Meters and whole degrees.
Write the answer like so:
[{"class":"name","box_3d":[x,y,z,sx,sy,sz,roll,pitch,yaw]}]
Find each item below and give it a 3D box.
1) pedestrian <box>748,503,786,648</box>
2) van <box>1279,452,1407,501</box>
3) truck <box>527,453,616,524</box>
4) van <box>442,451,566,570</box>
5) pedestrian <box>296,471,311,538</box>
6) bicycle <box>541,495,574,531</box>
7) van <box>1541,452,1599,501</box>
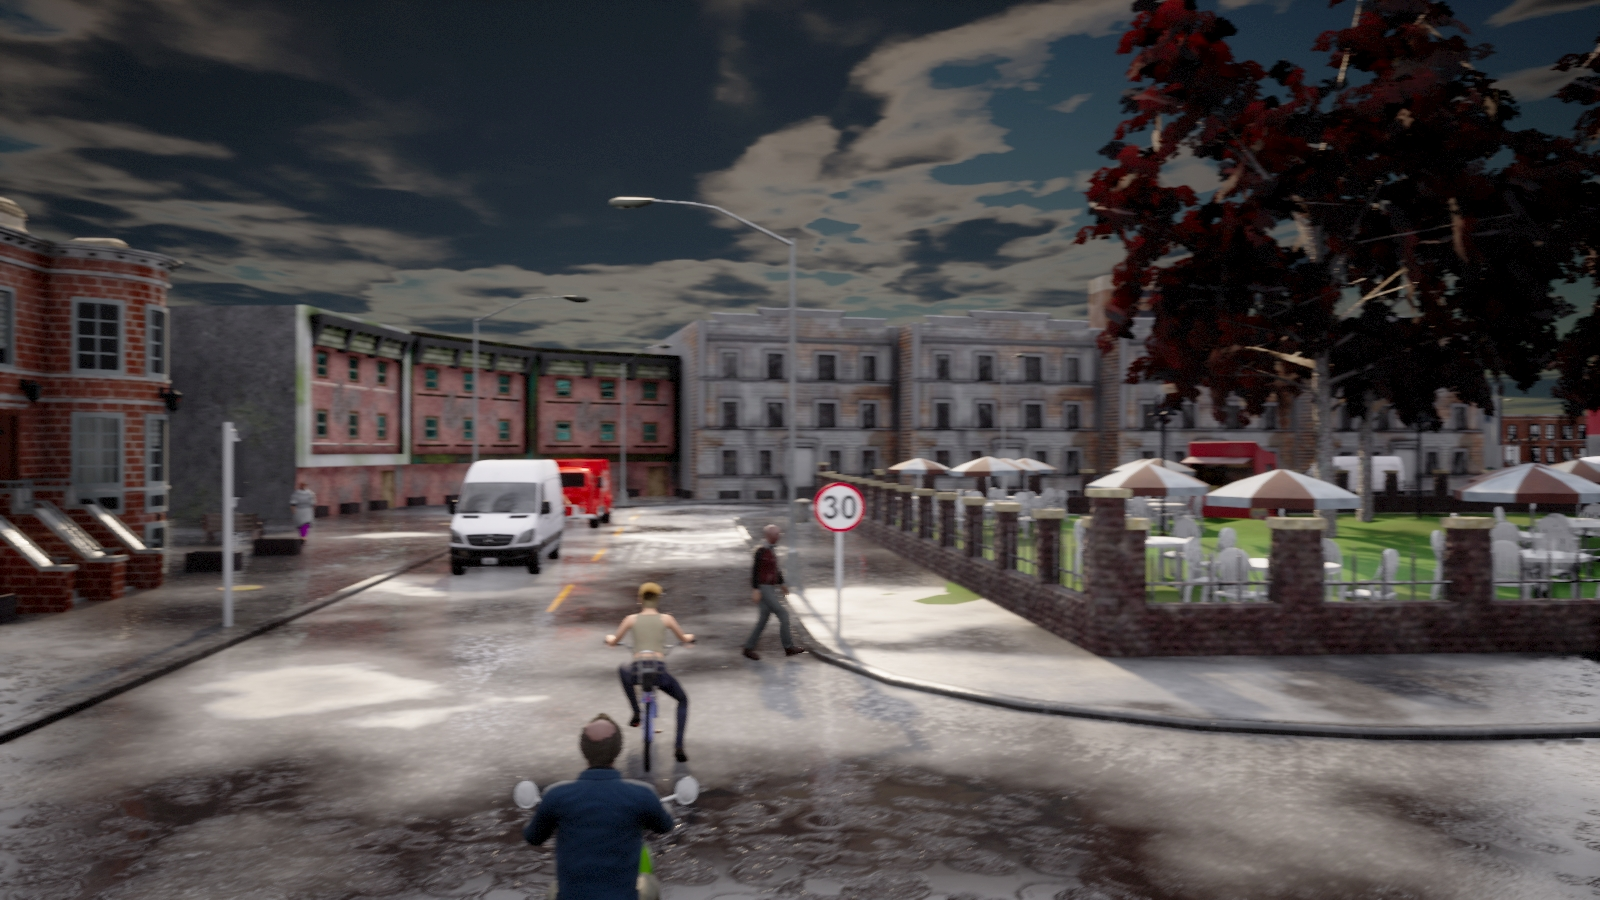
[{"class":"pedestrian","box_3d":[-0.433,1.634,15.041,0.375,1.860,0.375,0,0,20]},{"class":"van","box_3d":[28.756,1.389,60.570,5.915,2.561,1.988,0,0,-5]},{"class":"truck","box_3d":[-8.370,1.350,42.299,2.627,2.467,5.204,0,0,-5]},{"class":"van","box_3d":[-7.019,1.313,27.710,1.988,2.561,5.915,0,0,-5]},{"class":"pedestrian","box_3d":[-13.918,1.521,32.031,0.375,1.860,0.375,0,0,-20]},{"class":"bicycle","box_3d":[-7.868,2.037,37.123,0.859,1.080,1.487,0,0,-5]},{"class":"van","box_3d":[43.710,1.416,61.978,5.915,2.561,1.988,0,0,-5]}]
